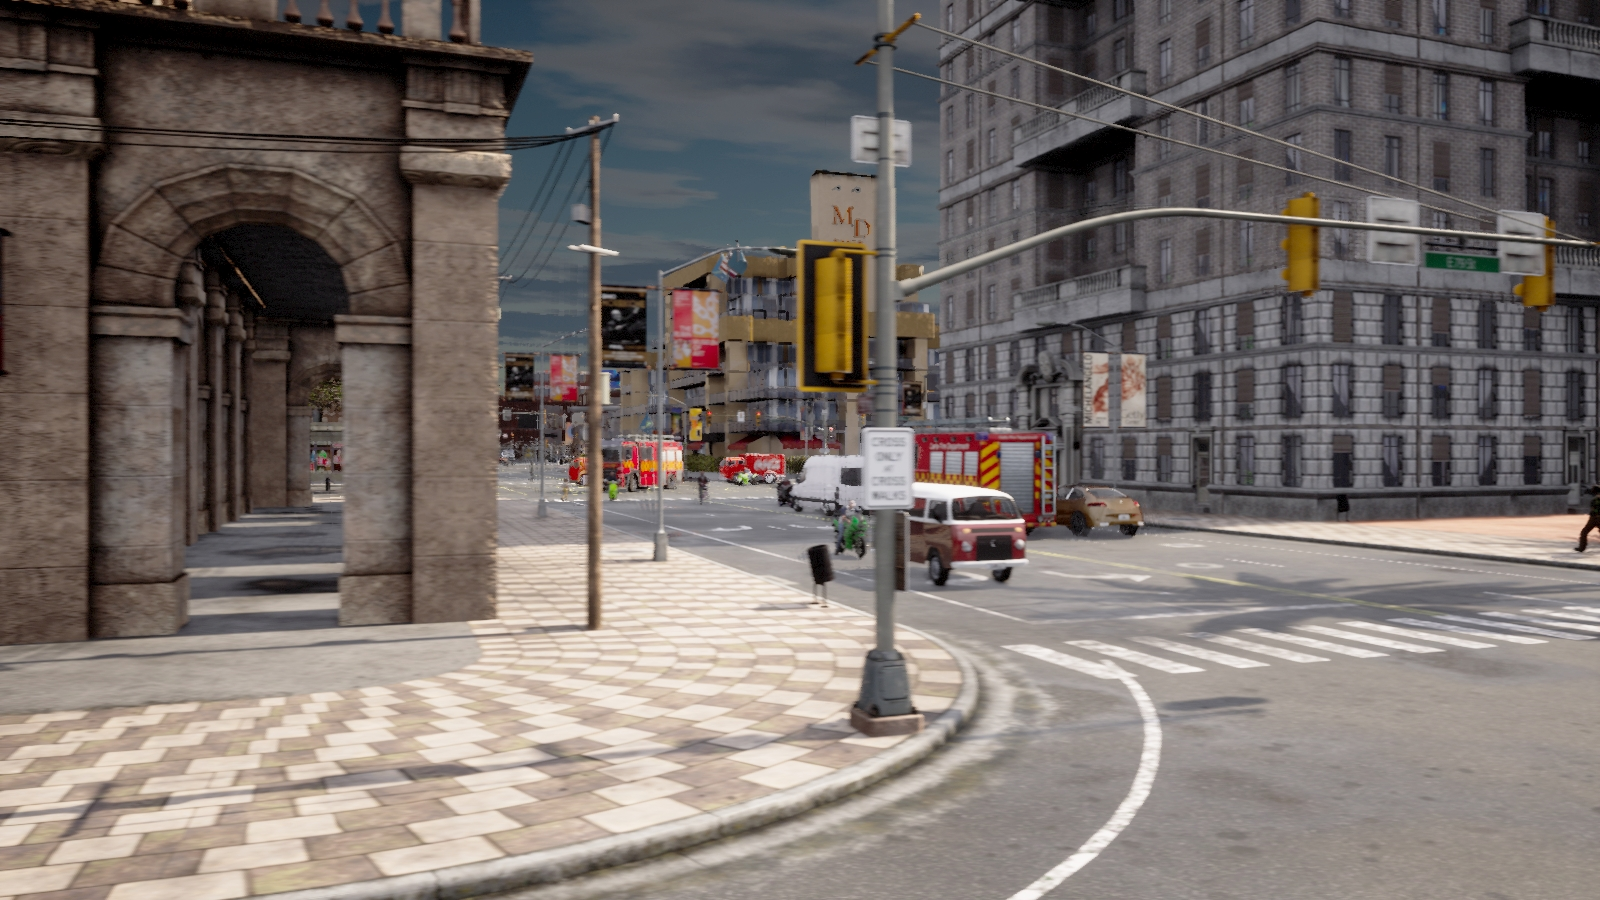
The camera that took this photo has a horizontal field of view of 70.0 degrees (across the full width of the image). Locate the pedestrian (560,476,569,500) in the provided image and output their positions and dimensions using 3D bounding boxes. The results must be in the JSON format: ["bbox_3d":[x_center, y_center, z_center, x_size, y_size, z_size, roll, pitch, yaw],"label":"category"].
[{"bbox_3d":[-13.100,2.128,63.578,0.375,1.300,0.375,0,0,44],"label":"pedestrian"}]

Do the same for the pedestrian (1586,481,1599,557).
[{"bbox_3d":[19.854,1.696,28.381,0.375,1.860,0.375,0,0,-16],"label":"pedestrian"}]

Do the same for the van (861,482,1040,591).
[{"bbox_3d":[3.172,1.782,25.127,2.069,2.038,4.480,0,0,-20],"label":"van"}]

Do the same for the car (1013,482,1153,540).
[{"bbox_3d":[9.413,1.991,38.555,2.152,1.651,5.027,0,0,-20],"label":"car"}]

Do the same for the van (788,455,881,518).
[{"bbox_3d":[1.404,1.534,50.214,1.988,2.561,5.915,0,0,-21],"label":"van"}]

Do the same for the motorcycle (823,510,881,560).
[{"bbox_3d":[1.354,2.213,30.139,0.803,1.145,2.033,0,0,-20],"label":"motorcycle"}]

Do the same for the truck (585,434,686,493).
[{"bbox_3d":[-11.068,0.890,78.050,2.891,3.827,8.468,0,0,23],"label":"truck"}]

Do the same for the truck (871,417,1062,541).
[{"bbox_3d":[5.516,0.890,39.818,2.891,3.827,8.468,0,0,-20],"label":"truck"}]

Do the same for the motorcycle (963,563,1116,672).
[{"bbox_3d":[3.155,2.182,15.097,1.805,1.236,0.856,0,0,-20],"label":"motorcycle"}]

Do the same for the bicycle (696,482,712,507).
[{"bbox_3d":[-4.772,2.209,56.795,0.329,1.171,1.835,0,0,-21],"label":"bicycle"}]
